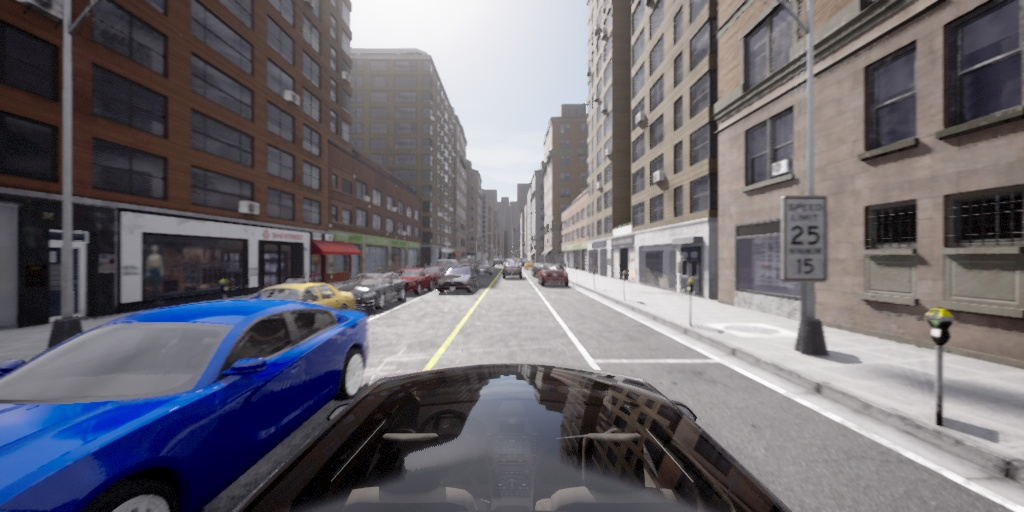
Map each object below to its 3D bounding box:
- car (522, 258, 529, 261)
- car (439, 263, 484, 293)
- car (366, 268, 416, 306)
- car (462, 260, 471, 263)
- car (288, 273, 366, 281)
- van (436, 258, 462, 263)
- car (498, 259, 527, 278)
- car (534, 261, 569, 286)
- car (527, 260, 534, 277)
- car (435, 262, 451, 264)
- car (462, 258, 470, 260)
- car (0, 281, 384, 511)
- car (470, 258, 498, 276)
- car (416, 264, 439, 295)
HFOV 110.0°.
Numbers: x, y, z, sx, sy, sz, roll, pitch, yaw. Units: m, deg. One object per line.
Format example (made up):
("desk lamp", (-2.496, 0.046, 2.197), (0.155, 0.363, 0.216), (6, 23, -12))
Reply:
("car", (3.004, 1.368, 58.378), (1.801, 1.575, 5.366), (0, 0, 0))
("car", (-3.095, 1.344, 21.396), (2.033, 1.411, 5.357), (0, 0, 0))
("car", (-5.666, 1.331, 14.769), (2.007, 1.370, 4.403), (0, 0, 0))
("car", (-5.665, 1.391, 36.572), (2.007, 1.370, 4.403), (0, 0, 0))
("car", (-5.667, 1.292, 9.149), (1.751, 1.417, 4.829), (0, 0, 0))
("van", (-5.665, 1.165, 31.121), (1.690, 1.789, 3.998), (0, 0, 0))
("car", (0.060, 1.327, 34.653), (2.128, 1.511, 4.902), (0, 0, 1))
("car", (2.859, 1.248, 25.706), (1.967, 1.591, 4.097), (0, 0, 0))
("car", (2.860, 1.391, 36.603), (2.007, 1.370, 4.403), (0, 0, 0))
("car", (-5.666, 1.354, 25.671), (1.888, 1.381, 4.507), (0, 0, 0))
("car", (-5.664, 1.173, 42.022), (2.192, 1.841, 5.009), (0, 0, 0))
("car", (-3.103, 1.232, 3.579), (1.882, 1.535, 5.008), (0, 0, -1))
("car", (-2.996, 1.287, 38.468), (2.128, 1.511, 4.902), (0, 0, 0))
("car", (-5.666, 1.339, 20.220), (1.888, 1.381, 4.507), (0, 0, 0))
